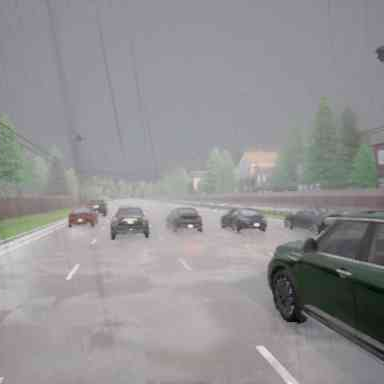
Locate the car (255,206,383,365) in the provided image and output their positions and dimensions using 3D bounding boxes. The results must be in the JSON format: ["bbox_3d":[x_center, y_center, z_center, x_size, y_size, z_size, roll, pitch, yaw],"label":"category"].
[{"bbox_3d":[2.985,1.213,4.349,2.150,2.045,5.566,-1,-1,-11],"label":"car"}]

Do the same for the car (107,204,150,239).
[{"bbox_3d":[-3.732,1.671,19.907,2.097,1.767,4.553,-1,-1,-11],"label":"car"}]

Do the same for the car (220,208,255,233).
[{"bbox_3d":[3.180,1.713,20.981,1.812,1.442,4.674,-1,-1,-12],"label":"car"}]

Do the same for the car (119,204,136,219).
[{"bbox_3d":[-7.347,2.136,37.752,1.812,1.442,4.674,-1,-1,-11],"label":"car"}]

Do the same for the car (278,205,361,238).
[{"bbox_3d":[7.113,1.575,19.250,2.128,1.511,4.902,-1,-1,-11],"label":"car"}]

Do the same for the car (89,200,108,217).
[{"bbox_3d":[-11.665,1.965,41.243,2.150,2.045,5.566,-1,-1,-11],"label":"car"}]

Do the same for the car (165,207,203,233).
[{"bbox_3d":[-0.585,1.785,22.014,1.837,1.490,4.892,-1,0,-11],"label":"car"}]

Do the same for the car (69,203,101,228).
[{"bbox_3d":[-8.860,1.995,27.377,1.882,1.535,5.008,-1,0,-11],"label":"car"}]
